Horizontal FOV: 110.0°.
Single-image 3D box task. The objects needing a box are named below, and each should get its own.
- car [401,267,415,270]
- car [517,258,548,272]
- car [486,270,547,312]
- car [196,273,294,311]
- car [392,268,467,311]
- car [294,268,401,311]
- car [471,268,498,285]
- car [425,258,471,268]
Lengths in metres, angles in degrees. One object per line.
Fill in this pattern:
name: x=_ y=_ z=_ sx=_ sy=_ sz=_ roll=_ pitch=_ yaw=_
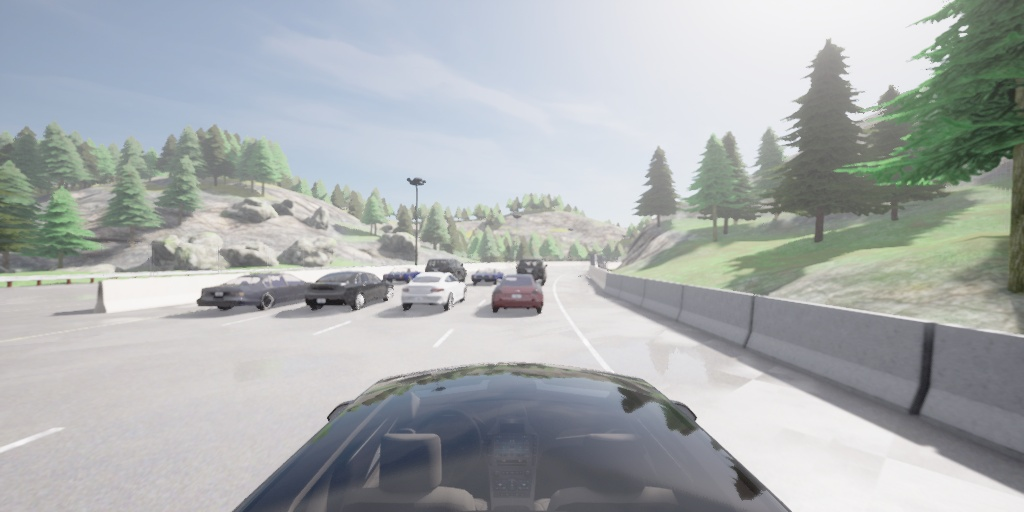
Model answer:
car: x=-8.787 y=1.604 z=29.824 sx=1.895 sy=1.301 sz=4.718 roll=0 pitch=0 yaw=8
car: x=1.606 y=1.215 z=28.340 sx=2.150 sy=2.045 sz=5.566 roll=0 pitch=0 yaw=8
car: x=0.301 y=1.436 z=14.867 sx=1.994 sy=1.385 sz=4.181 roll=0 pitch=0 yaw=4
car: x=-10.208 y=1.413 z=15.176 sx=2.033 sy=1.411 sz=5.357 roll=0 pitch=-1 yaw=3
car: x=-3.185 y=1.398 z=15.181 sx=1.812 sy=1.442 sz=4.674 roll=0 pitch=0 yaw=4
car: x=-6.688 y=1.378 z=15.287 sx=1.837 sy=1.490 sz=4.892 roll=0 pitch=0 yaw=4
car: x=-1.849 y=1.601 z=28.893 sx=1.895 sy=1.301 sz=4.718 roll=0 pitch=0 yaw=8
car: x=-5.334 y=1.217 z=29.257 sx=2.150 sy=2.045 sz=5.566 roll=0 pitch=0 yaw=8
